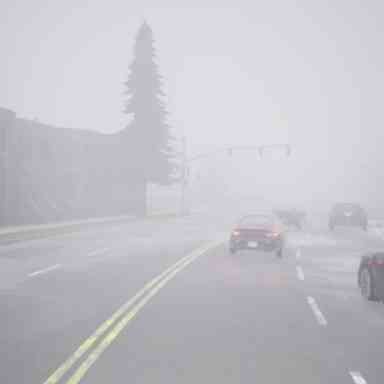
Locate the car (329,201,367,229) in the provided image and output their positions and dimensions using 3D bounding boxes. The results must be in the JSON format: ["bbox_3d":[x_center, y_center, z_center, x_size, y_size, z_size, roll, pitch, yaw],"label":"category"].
[{"bbox_3d":[10.037,1.386,21.525,2.097,1.767,4.553,0,0,24],"label":"car"}]

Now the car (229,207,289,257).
[{"bbox_3d":[2.645,1.523,12.919,1.812,1.442,4.674,0,0,18],"label":"car"}]

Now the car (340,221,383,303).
[{"bbox_3d":[4.282,1.512,5.314,2.128,1.511,4.902,0,0,8],"label":"car"}]

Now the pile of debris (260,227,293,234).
[{"bbox_3d":[4.867,2.178,19.100,1.500,0.140,1.860,0,0,25],"label":"pile of debris"}]

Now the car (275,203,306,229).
[{"bbox_3d":[6.297,1.486,21.778,1.882,1.535,5.008,0,0,24],"label":"car"}]
